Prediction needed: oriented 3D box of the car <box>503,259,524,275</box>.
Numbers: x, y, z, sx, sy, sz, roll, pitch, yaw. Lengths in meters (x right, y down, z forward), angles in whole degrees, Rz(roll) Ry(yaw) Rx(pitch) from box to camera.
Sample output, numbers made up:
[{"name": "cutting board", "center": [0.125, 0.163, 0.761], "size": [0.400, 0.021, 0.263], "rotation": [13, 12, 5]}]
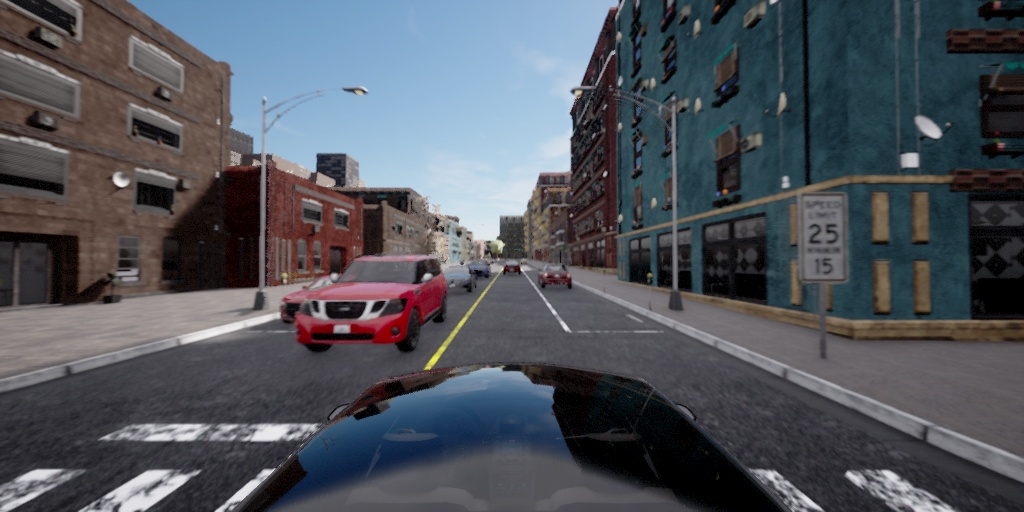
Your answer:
[{"name": "car", "center": [0.007, 1.241, 39.276], "size": [1.882, 1.535, 5.008], "rotation": [0, 0, 0]}]

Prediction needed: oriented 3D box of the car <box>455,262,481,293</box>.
[{"name": "car", "center": [-3.086, 1.282, 20.928], "size": [1.812, 1.442, 4.674], "rotation": [0, 0, 0]}]

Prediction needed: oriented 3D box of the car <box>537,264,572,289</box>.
[{"name": "car", "center": [2.695, 1.197, 23.436], "size": [1.967, 1.591, 4.097], "rotation": [0, 0, 0]}]

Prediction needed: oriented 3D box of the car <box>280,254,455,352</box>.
[{"name": "car", "center": [-3.086, 0.974, 9.278], "size": [2.150, 2.045, 5.566], "rotation": [0, 0, 0]}]

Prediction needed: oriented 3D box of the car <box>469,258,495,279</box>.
[{"name": "car", "center": [-3.070, 1.115, 33.141], "size": [2.097, 1.767, 4.553], "rotation": [0, 0, 2]}]
